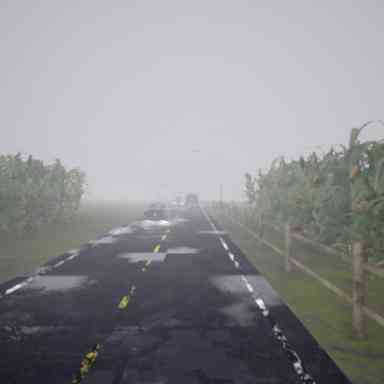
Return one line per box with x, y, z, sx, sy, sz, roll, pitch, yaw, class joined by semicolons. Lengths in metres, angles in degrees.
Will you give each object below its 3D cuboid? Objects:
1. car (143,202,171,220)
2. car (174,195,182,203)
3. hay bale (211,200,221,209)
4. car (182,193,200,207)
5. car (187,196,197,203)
-2.843;1.547;27.709;1.994;1.385;4.181;0;0;0;car
-2.741;1.506;69.986;1.837;1.490;4.892;0;0;0;car
3.136;1.640;44.078;1.220;1.180;1.240;1;1;0;hay bale
0.008;1.212;51.965;2.150;2.045;5.566;0;0;0;car
0.011;1.552;68.083;1.994;1.385;4.181;0;0;0;car
